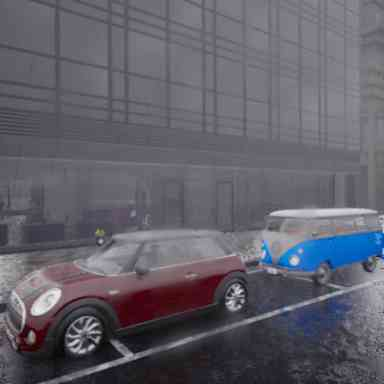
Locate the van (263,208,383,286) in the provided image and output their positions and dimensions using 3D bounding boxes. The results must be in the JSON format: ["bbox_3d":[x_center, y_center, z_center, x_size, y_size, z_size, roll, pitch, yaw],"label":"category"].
[{"bbox_3d":[3.623,1.354,9.134,3.998,1.788,1.690,0,-1,-36],"label":"van"}]

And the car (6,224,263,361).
[{"bbox_3d":[-0.953,1.444,5.864,4.097,1.590,1.967,0,-1,-36],"label":"car"}]
